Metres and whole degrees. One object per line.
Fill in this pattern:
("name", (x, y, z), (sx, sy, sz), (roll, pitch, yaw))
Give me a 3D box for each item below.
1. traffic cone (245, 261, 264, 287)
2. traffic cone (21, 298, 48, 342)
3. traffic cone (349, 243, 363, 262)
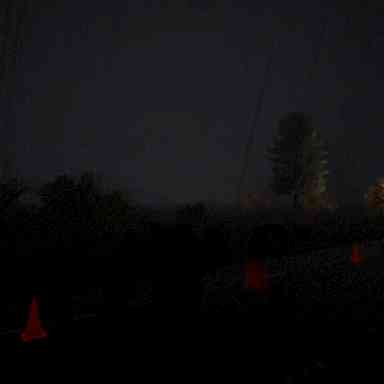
("traffic cone", (1.525, 1.986, 8.153), (0.340, 0.580, 0.340), (0, 0, -37))
("traffic cone", (-2.478, 1.964, 5.228), (0.340, 0.580, 0.340), (0, 0, -36))
("traffic cone", (5.488, 2.009, 11.132), (0.340, 0.580, 0.340), (0, 0, -37))
